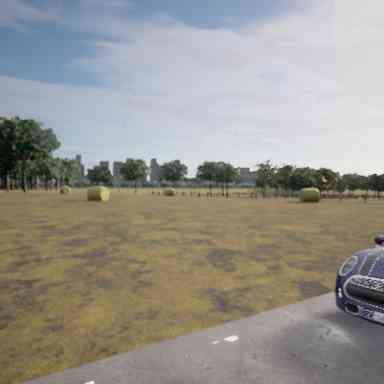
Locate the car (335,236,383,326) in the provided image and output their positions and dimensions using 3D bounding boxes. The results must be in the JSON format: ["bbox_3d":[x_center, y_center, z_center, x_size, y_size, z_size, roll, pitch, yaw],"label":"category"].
[{"bbox_3d":[4.746,1.281,6.214,4.553,1.767,2.097,-1,0,-33],"label":"car"}]
